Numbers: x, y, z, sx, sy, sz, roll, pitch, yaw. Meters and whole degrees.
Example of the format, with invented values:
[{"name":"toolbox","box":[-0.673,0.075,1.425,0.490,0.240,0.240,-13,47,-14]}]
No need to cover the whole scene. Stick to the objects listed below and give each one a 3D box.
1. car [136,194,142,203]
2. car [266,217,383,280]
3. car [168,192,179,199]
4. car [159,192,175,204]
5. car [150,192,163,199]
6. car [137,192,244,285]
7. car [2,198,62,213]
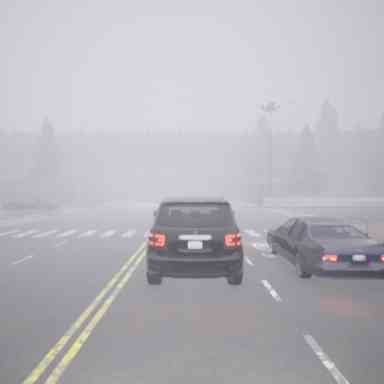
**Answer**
[{"name":"car","box":[-7.177,0.926,50.191,1.994,1.385,4.181,0,1,0]},{"name":"car","box":[3.568,1.424,9.611,2.033,1.411,5.357,0,1,0]},{"name":"car","box":[-3.641,0.718,66.597,1.994,1.385,4.181,0,1,0]},{"name":"car","box":[-3.680,0.860,49.703,2.128,1.511,4.902,0,1,0]},{"name":"car","box":[-7.139,0.691,67.442,2.033,1.411,5.357,0,1,0]},{"name":"car","box":[0.064,1.103,9.258,2.150,2.045,5.566,0,1,0]},{"name":"car","box":[-14.353,1.174,29.837,4.718,1.301,1.895,0,1,2]}]
